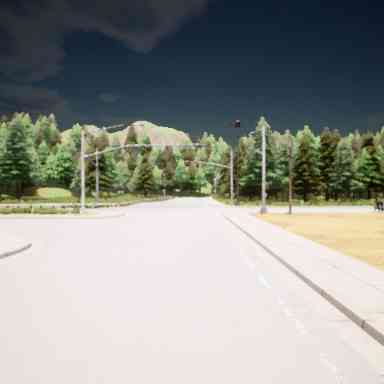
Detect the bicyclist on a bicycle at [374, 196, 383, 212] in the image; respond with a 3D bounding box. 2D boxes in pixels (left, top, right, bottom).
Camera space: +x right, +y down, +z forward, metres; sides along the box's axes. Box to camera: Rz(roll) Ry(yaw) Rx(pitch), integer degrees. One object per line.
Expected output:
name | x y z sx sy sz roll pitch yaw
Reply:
bicyclist on a bicycle | 18.347 1.199 32.776 0.582 1.620 1.656 0 0 1
